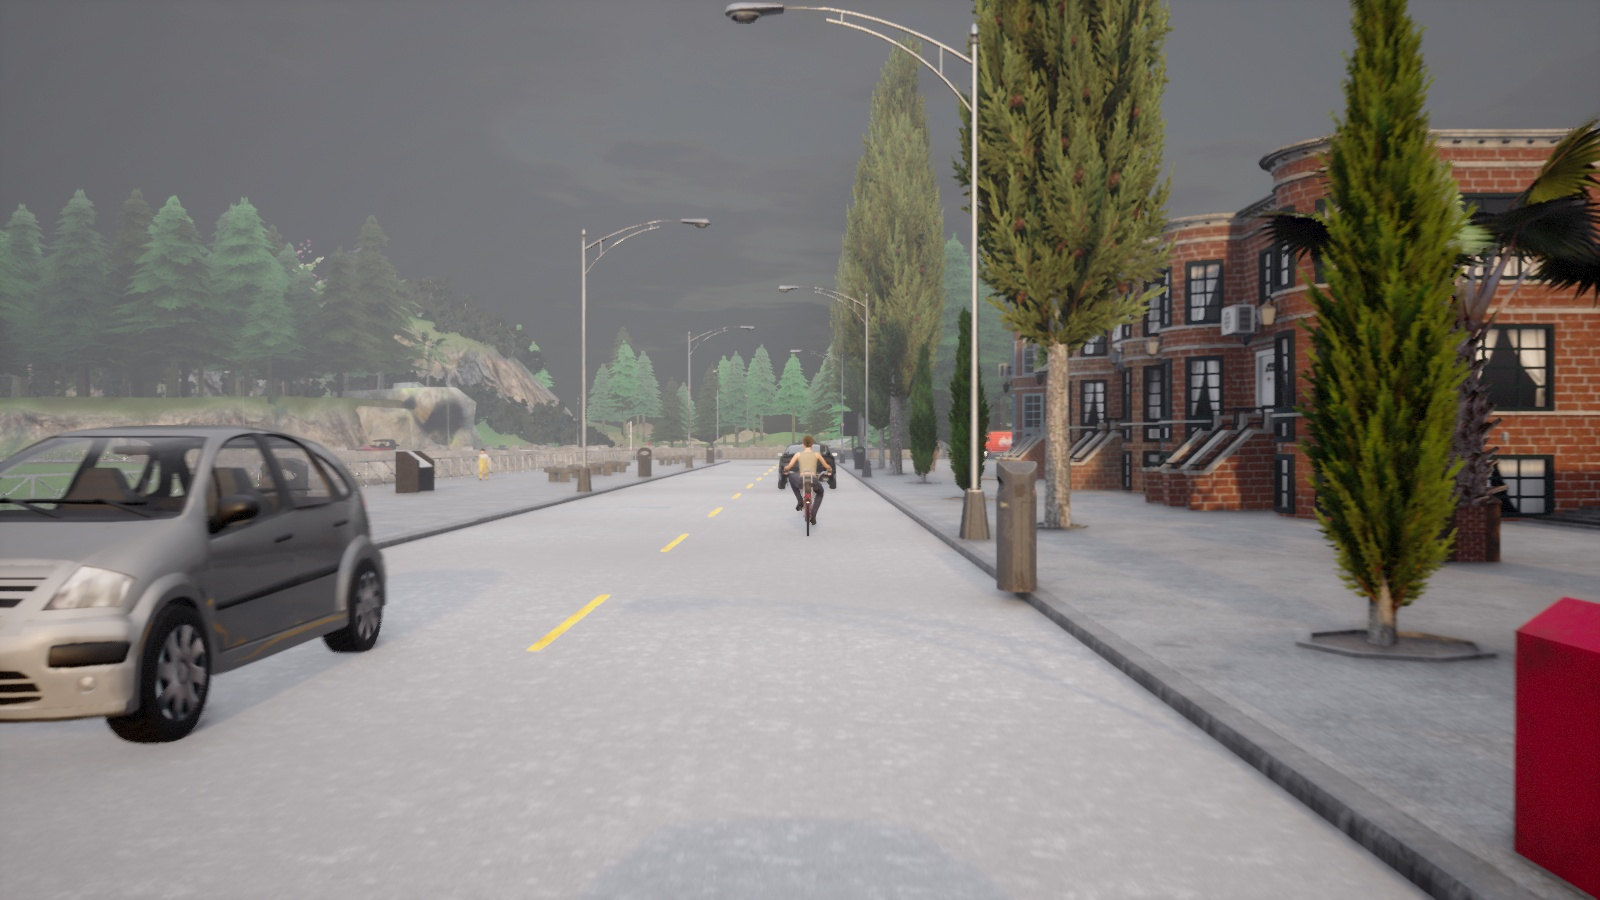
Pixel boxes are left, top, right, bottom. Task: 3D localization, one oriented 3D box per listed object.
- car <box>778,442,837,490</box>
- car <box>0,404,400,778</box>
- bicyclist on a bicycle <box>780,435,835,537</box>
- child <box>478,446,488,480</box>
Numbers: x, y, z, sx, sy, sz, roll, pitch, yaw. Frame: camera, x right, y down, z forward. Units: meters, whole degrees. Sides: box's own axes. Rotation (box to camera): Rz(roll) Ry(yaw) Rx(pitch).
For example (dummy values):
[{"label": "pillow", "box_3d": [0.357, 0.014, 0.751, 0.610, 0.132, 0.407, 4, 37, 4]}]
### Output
[{"label": "car", "box_3d": [0.252, 0.484, 42.661, 1.882, 1.535, 5.008, 0, 0, 0]}, {"label": "car", "box_3d": [-3.942, 0.600, 7.437, 1.851, 1.617, 3.988, 0, 0, 0]}, {"label": "bicyclist on a bicycle", "box_3d": [0.129, 0.567, 20.535, 0.866, 1.612, 1.509, 0, 0, 0]}, {"label": "child", "box_3d": [-11.676, 0.466, 46.249, 0.270, 1.263, 0.437, 0, 0, 1]}]
